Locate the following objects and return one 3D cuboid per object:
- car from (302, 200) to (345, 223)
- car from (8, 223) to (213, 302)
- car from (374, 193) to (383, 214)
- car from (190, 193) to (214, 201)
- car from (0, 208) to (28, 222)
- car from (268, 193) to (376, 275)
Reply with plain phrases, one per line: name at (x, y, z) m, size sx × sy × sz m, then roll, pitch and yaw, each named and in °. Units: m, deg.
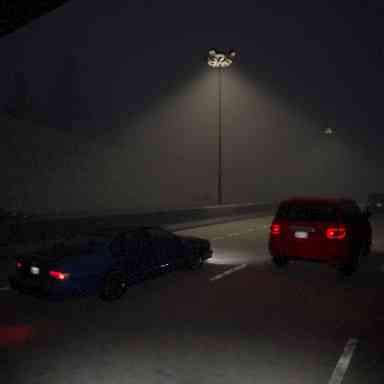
car at (10.316, 1.431, 25.800) m, size 2.033 × 1.411 × 5.357 m, roll 0°, pitch 0°, yaw 34°
car at (-1.539, 1.511, 8.330) m, size 2.033 × 1.411 × 5.357 m, roll 0°, pitch 0°, yaw 34°
car at (15.933, 1.095, 27.842) m, size 2.150 × 2.045 × 5.566 m, roll 0°, pitch 0°, yaw 34°
car at (1.581, 0.895, 50.502) m, size 1.837 × 1.490 × 4.892 m, roll 0°, pitch 0°, yaw 34°
car at (-11.960, 1.471, 18.263) m, size 2.033 × 1.411 × 5.357 m, roll 0°, pitch 0°, yaw 34°
car at (4.290, 1.173, 10.686) m, size 2.150 × 2.045 × 5.566 m, roll 0°, pitch 0°, yaw 34°
